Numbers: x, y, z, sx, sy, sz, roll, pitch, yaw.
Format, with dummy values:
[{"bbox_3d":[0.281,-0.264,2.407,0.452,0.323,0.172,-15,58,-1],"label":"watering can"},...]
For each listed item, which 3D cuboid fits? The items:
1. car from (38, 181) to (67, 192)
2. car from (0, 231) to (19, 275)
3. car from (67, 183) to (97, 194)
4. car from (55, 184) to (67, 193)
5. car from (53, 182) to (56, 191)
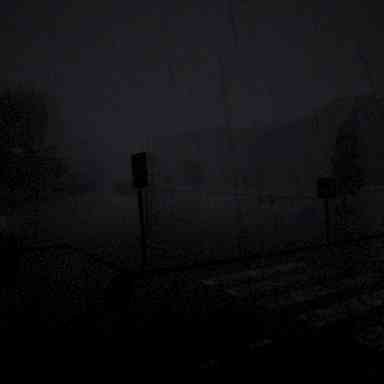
[{"bbox_3d":[-24.221,-0.992,58.001,2.097,1.535,5.008,1,6,15],"label":"car"},{"bbox_3d":[-6.765,1.503,9.229,5.008,1.535,2.097,-1,-1,36],"label":"car"},{"bbox_3d":[-17.024,-0.576,52.826,2.163,1.488,4.792,1,6,17],"label":"car"},{"bbox_3d":[-19.399,-0.740,54.597,2.231,1.521,4.892,1,6,16],"label":"car"},{"bbox_3d":[-21.810,-0.827,56.309,2.002,1.452,4.674,0,6,16],"label":"car"}]
